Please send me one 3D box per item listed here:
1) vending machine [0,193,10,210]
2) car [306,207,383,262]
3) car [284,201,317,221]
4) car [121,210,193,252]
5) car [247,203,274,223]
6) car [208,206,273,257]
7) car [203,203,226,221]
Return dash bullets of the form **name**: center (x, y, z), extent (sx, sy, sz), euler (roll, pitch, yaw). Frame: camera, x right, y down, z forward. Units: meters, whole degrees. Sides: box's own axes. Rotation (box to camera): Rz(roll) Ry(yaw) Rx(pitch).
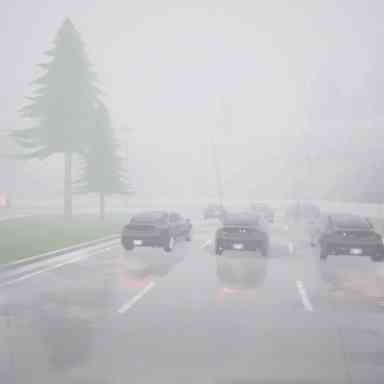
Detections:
- **vending machine**: center (-23.291, 1.194, 41.287), extent (1.100, 2.100, 0.880), euler (0, 0, 41)
- **car**: center (5.489, 1.516, 12.248), extent (1.837, 1.490, 4.892), euler (0, 0, 14)
- **car**: center (8.944, 1.495, 27.196), extent (2.128, 1.511, 4.902), euler (0, 0, 2)
- **car**: center (-1.293, 1.516, 13.980), extent (1.837, 1.490, 4.892), euler (0, 0, 14)
- **car**: center (5.447, 1.572, 27.346), extent (1.994, 1.385, 4.181), euler (0, 0, 2)
- **car**: center (2.098, 1.516, 13.114), extent (1.837, 1.490, 4.892), euler (0, 0, 14)
- **car**: center (1.950, 1.572, 27.496), extent (1.994, 1.385, 4.181), euler (0, 0, 2)
